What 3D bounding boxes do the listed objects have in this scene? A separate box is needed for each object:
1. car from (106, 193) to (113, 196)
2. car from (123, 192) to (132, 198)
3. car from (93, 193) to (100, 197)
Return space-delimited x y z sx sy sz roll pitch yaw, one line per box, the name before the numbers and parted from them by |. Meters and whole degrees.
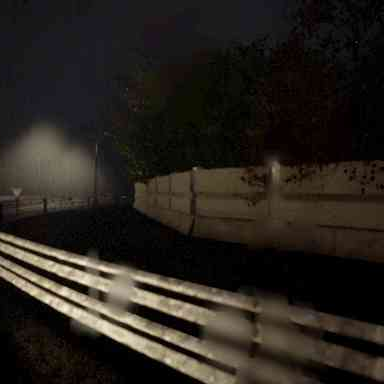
car | -22.708 0.882 91.675 1.812 1.442 4.674 0 0 -15
car | -17.780 0.886 91.246 1.837 1.490 4.892 0 0 0
car | -26.135 0.937 90.955 1.895 1.301 4.718 0 0 -15
